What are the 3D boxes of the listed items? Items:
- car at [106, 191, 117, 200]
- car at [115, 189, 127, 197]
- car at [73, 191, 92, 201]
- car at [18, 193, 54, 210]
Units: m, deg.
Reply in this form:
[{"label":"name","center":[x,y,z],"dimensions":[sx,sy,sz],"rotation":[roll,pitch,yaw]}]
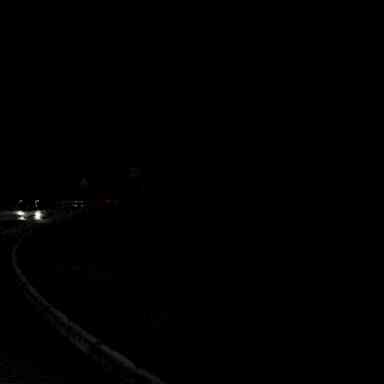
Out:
[{"label":"car","center":[-14.025,0.506,58.415],"dimensions":[2.128,1.511,4.902],"rotation":[0,1,-3]},{"label":"car","center":[-14.605,0.147,68.818],"dimensions":[1.812,1.442,4.674],"rotation":[0,1,-3]},{"label":"car","center":[-16.944,0.647,51.597],"dimensions":[2.128,1.511,4.902],"rotation":[0,1,-3]},{"label":"car","center":[-15.973,0.891,34.228],"dimensions":[2.097,1.767,4.553],"rotation":[0,1,-3]}]
